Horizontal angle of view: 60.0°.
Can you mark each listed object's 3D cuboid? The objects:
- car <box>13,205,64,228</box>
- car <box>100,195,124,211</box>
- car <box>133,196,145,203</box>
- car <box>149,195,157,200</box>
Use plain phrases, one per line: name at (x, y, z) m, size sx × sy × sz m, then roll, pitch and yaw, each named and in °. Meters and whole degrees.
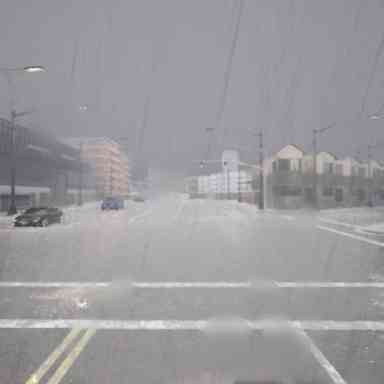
car at (-10.510, 1.723, 23.190) m, size 1.837 × 1.490 × 4.892 m, roll 0°, pitch 0°, yaw 0°
car at (-10.530, 1.557, 44.442) m, size 2.150 × 2.045 × 5.566 m, roll 0°, pitch 2°, yaw 0°
car at (-10.546, 1.521, 66.309) m, size 1.895 × 1.301 × 4.718 m, roll 0°, pitch 1°, yaw 0°
car at (-10.563, 1.593, 91.319) m, size 1.812 × 1.442 × 4.674 m, roll 0°, pitch -1°, yaw 0°
